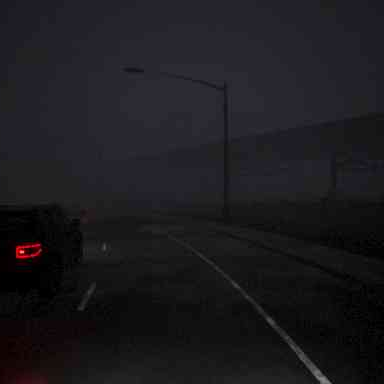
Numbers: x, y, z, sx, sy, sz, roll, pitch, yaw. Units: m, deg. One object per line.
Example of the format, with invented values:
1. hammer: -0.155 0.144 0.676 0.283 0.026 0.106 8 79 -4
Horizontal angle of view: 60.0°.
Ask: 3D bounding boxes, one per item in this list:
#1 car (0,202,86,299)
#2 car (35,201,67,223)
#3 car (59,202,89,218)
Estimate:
1. car: -4.339 1.342 8.733 2.150 2.045 5.566 0 -1 -9
2. car: -13.082 1.794 30.682 2.097 1.767 4.553 -1 0 -31
3. car: -13.506 1.997 37.833 2.128 1.511 4.902 -1 -1 -33
